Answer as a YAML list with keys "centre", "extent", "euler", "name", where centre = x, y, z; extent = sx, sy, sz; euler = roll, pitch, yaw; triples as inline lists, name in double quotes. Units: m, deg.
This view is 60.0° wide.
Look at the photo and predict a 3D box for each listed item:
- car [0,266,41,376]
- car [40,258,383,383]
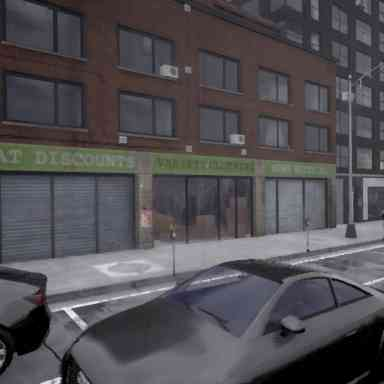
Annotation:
- centre: [-3.903, 1.566, 3.760]
  extent: [4.313, 1.339, 1.947]
  euler: [0, -1, -35]
  name: "car"
- centre: [0.716, 1.563, 3.882]
  extent: [4.181, 1.385, 1.994]
  euler: [0, 0, -35]
  name: "car"
